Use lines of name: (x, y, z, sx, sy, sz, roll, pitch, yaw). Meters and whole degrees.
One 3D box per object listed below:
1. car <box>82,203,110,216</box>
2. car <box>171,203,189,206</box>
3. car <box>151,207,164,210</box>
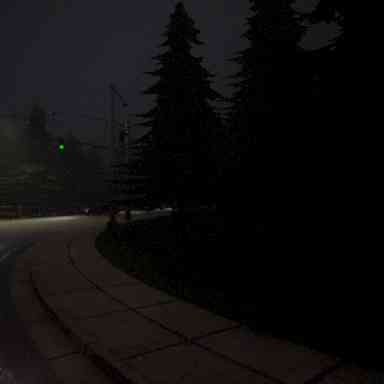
car: (-9.650, 1.691, 35.909, 2.128, 1.511, 4.902, 0, 0, 25)
car: (-1.067, 1.703, 44.938, 2.128, 1.511, 4.902, 0, 0, 26)
car: (-5.609, 1.576, 44.196, 2.097, 1.767, 4.553, 0, 0, 27)
